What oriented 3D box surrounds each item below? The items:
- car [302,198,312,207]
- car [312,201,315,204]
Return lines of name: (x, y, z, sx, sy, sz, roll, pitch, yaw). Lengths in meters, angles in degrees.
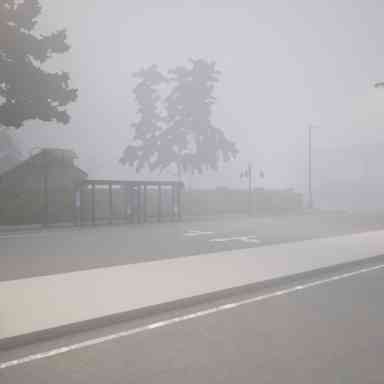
car: (15.665, 1.504, 51.834, 1.837, 1.490, 4.892, 0, 0, -35)
car: (17.802, 1.600, 54.889, 1.895, 1.301, 4.718, 0, 0, -35)
